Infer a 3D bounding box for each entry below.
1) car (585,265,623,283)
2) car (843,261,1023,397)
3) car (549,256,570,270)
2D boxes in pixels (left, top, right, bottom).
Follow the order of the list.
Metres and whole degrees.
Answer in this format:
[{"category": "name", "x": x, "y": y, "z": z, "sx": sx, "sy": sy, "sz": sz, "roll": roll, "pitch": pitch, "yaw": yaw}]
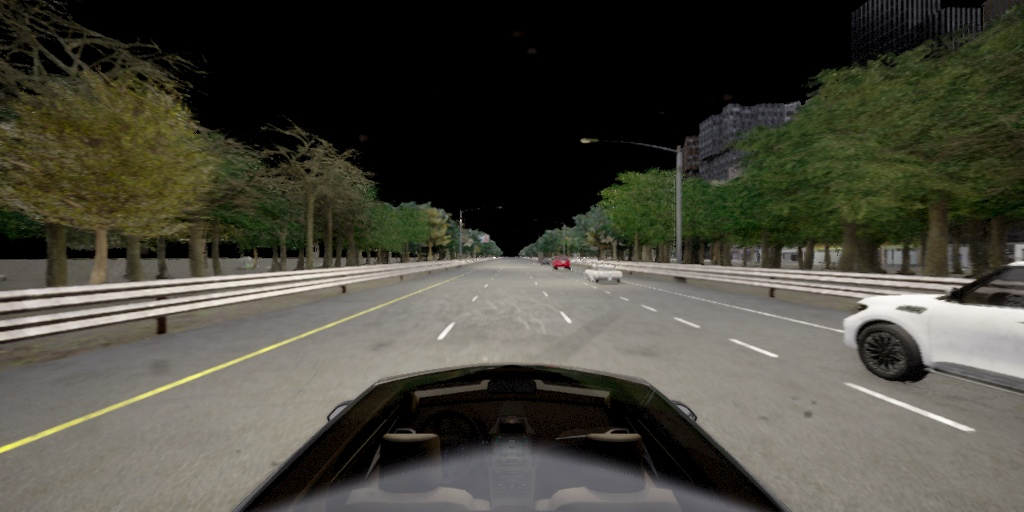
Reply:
[{"category": "car", "x": 7.028, "y": 1.359, "z": 27.969, "sx": 1.895, "sy": 1.301, "sz": 4.718, "roll": 0, "pitch": 0, "yaw": 0}, {"category": "car", "x": 7.000, "y": 0.977, "z": 3.986, "sx": 2.150, "sy": 2.045, "sz": 5.566, "roll": 0, "pitch": 0, "yaw": 0}, {"category": "car", "x": 7.069, "y": 0.987, "z": 51.969, "sx": 2.150, "sy": 2.045, "sz": 5.566, "roll": 0, "pitch": 0, "yaw": 0}]
